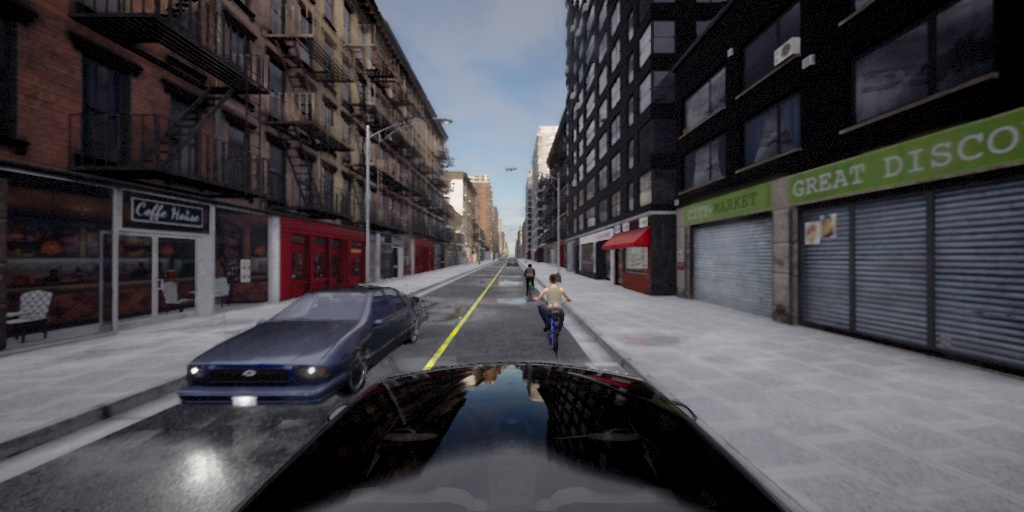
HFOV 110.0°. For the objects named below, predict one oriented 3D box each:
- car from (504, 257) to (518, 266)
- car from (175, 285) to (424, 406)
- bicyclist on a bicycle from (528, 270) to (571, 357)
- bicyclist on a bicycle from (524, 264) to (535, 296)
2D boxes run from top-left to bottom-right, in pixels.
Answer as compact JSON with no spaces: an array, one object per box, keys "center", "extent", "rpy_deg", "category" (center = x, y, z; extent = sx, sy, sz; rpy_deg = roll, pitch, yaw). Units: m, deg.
[{"center":[0.111,1.071,63.929],"extent":[2.128,1.511,4.902],"rpy_deg":[0,0,0],"category":"car"},{"center":[-3.097,1.294,6.816],"extent":[2.033,1.411,5.357],"rpy_deg":[0,0,0],"category":"car"},{"center":[0.861,1.183,7.584],"extent":[0.866,1.612,1.509],"rpy_deg":[0,0,0],"category":"bicyclist on a bicycle"},{"center":[0.826,1.186,16.439],"extent":[0.582,1.620,1.656],"rpy_deg":[0,0,0],"category":"bicyclist on a bicycle"}]
